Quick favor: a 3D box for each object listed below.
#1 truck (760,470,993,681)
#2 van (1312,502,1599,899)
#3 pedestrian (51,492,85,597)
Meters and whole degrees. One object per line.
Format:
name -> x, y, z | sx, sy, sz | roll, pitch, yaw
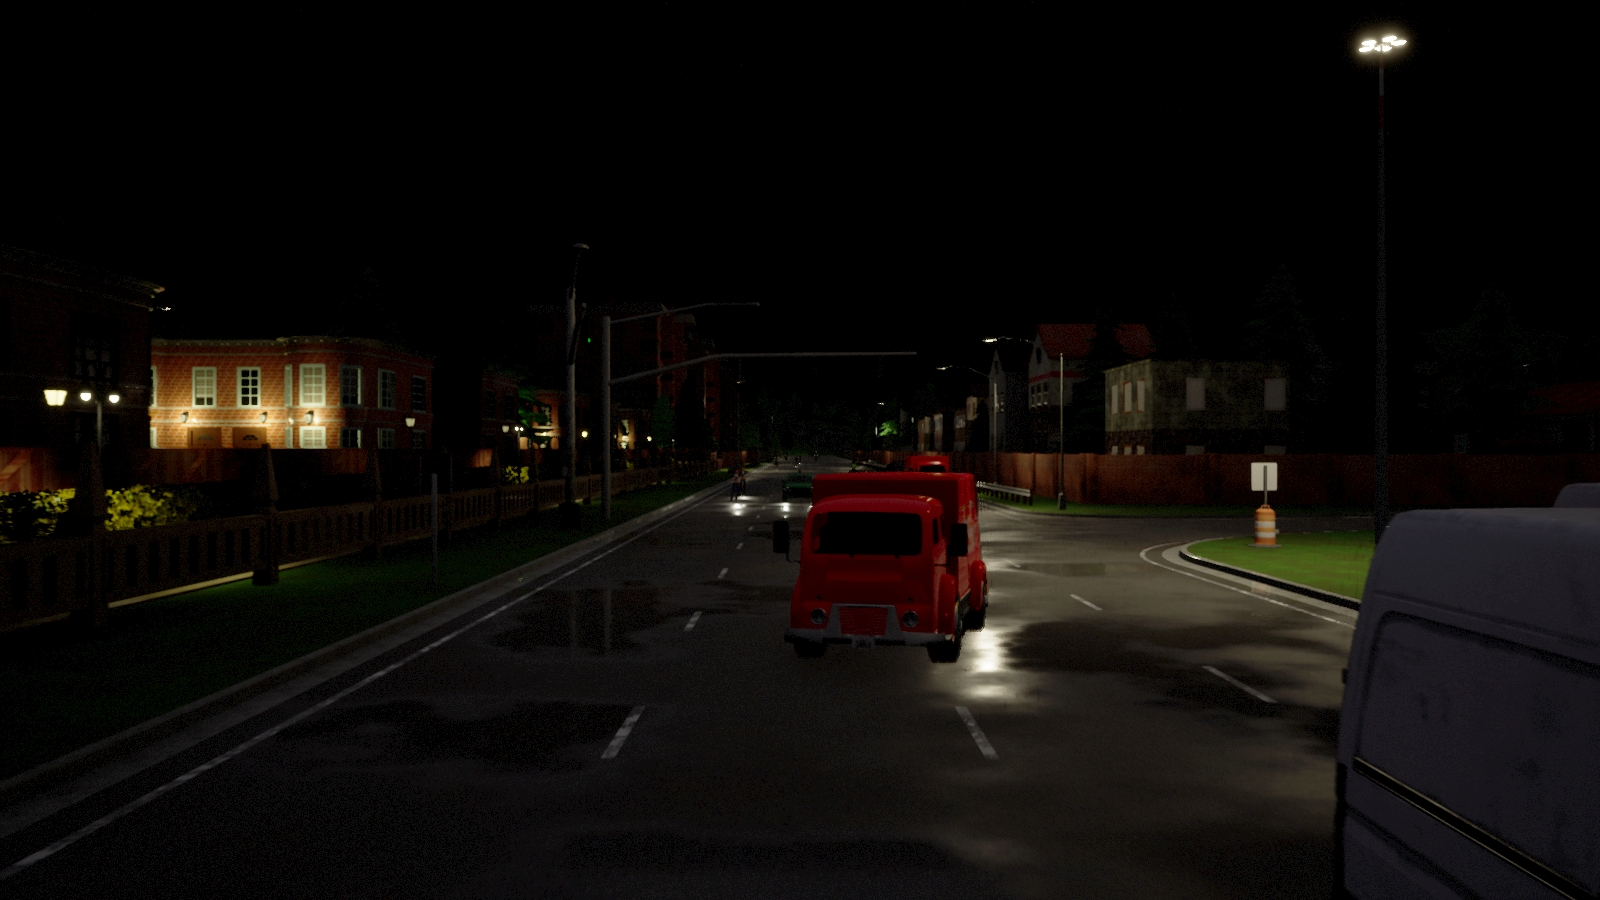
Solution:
truck -> 1.346, 1.568, 16.680 | 2.627, 2.467, 5.204 | 0, 0, 13
van -> 3.504, 1.534, 2.642 | 1.988, 2.561, 5.915 | 0, 0, 0
pedestrian -> -13.179, 1.699, 20.565 | 0.375, 1.860, 0.375 | 0, 0, 0
